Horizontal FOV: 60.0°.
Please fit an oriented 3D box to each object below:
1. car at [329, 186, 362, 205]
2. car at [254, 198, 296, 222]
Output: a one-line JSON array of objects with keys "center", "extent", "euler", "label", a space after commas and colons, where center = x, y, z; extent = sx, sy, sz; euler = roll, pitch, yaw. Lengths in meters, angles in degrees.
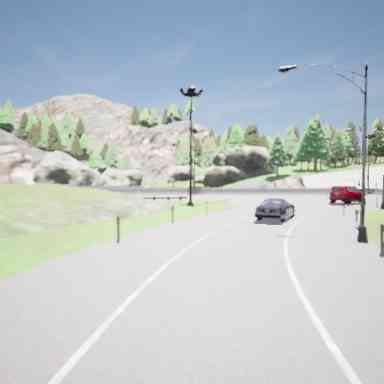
[{"center": [18.056, 0.321, 38.707], "extent": [5.566, 2.045, 2.150], "euler": [-2, 3, -42], "label": "car"}, {"center": [5.739, 1.141, 22.647], "extent": [2.033, 1.411, 5.357], "euler": [1, 2, 26], "label": "car"}]
